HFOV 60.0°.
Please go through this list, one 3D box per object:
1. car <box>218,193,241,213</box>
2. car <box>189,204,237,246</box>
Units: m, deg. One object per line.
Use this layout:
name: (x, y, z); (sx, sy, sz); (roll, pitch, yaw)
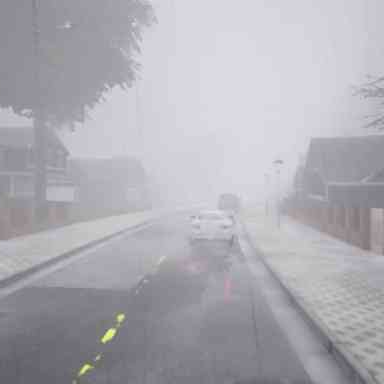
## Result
car: (4.160, 1.161, 36.558); (2.150, 2.045, 5.566); (0, 0, 12)
car: (0.902, 1.495, 15.039); (1.812, 1.442, 4.674); (0, 0, 5)
